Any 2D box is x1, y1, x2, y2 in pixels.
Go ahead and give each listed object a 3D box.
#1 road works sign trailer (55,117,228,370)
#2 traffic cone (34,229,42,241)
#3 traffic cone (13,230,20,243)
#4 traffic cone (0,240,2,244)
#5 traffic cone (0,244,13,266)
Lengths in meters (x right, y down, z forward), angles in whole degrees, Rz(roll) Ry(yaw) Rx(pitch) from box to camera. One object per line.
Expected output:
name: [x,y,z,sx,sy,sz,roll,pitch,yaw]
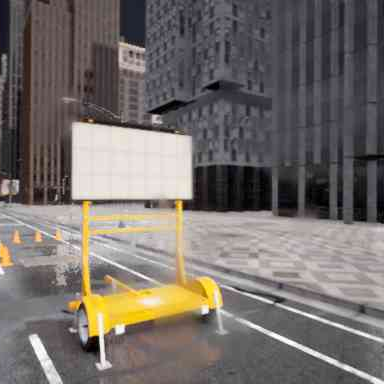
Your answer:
road works sign trailer: [-1.101,0.563,6.151,2.380,3.560,2.880,1,-1,-34]
traffic cone: [-7.932,2.223,17.170,0.340,0.580,0.340,1,-1,-34]
traffic cone: [-8.757,2.212,16.605,0.340,0.580,0.340,1,-1,-34]
traffic cone: [-7.321,2.150,12.741,0.340,0.580,0.340,1,-1,-34]
traffic cone: [-6.190,2.124,11.091,0.340,0.580,0.340,1,-1,-34]
